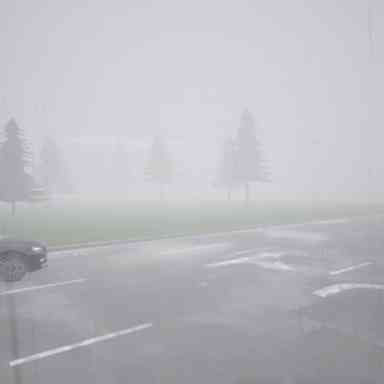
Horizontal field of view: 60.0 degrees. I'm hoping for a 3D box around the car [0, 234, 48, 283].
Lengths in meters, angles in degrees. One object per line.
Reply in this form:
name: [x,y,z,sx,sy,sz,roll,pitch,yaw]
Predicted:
car: [-6.128,1.498,7.974,4.902,1.511,2.128,-1,1,-36]
